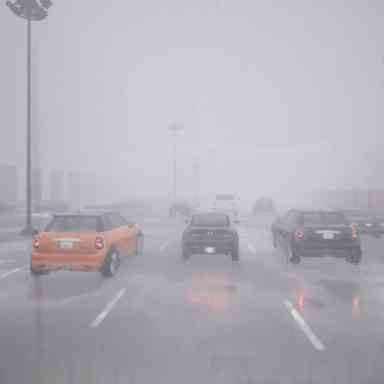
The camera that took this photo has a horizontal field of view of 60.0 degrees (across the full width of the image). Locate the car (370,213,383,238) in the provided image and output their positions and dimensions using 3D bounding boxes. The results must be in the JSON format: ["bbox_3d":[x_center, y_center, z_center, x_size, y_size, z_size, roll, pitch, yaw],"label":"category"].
[{"bbox_3d":[8.181,1.516,17.372,2.033,1.411,5.357,0,0,6],"label":"car"}]

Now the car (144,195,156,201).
[{"bbox_3d":[-9.209,1.267,70.524,1.994,1.385,4.181,0,0,14],"label":"car"}]

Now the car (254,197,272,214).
[{"bbox_3d":[7.364,1.268,33.791,2.097,1.767,4.553,0,0,11],"label":"car"}]

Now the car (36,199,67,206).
[{"bbox_3d":[-14.202,1.422,34.057,1.994,1.385,4.181,0,0,11],"label":"car"}]

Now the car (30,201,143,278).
[{"bbox_3d":[-2.937,1.312,10.272,2.097,1.767,4.553,0,0,4],"label":"car"}]

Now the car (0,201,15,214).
[{"bbox_3d":[-18.449,1.460,30.205,1.895,1.301,4.718,0,0,10],"label":"car"}]

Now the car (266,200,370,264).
[{"bbox_3d":[4.194,1.326,11.987,2.097,1.767,4.553,0,0,4],"label":"car"}]

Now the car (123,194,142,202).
[{"bbox_3d":[-12.702,1.239,70.997,2.128,1.511,4.902,0,0,14],"label":"car"}]

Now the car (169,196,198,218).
[{"bbox_3d":[-0.694,1.417,28.943,1.837,1.490,4.892,0,1,10],"label":"car"}]

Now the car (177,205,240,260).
[{"bbox_3d":[0.706,1.469,12.346,1.837,1.490,4.892,0,0,4],"label":"car"}]

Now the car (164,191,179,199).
[{"bbox_3d":[-4.528,0.756,74.641,2.150,2.045,5.566,0,0,14],"label":"car"}]

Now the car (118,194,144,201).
[{"bbox_3d":[-8.592,1.392,43.802,2.033,1.411,5.357,0,0,13],"label":"car"}]

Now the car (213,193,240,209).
[{"bbox_3d":[3.283,1.137,31.342,2.150,2.045,5.566,0,0,11],"label":"car"}]
